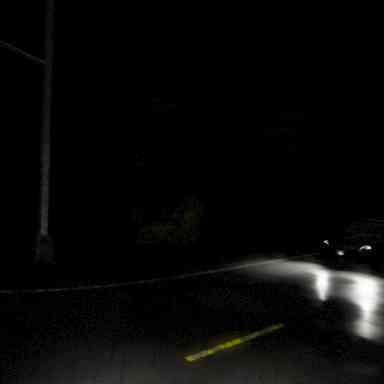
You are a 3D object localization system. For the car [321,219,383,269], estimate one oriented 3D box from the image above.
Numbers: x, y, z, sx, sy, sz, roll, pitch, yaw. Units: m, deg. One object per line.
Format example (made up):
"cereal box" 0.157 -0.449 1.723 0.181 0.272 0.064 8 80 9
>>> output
"car" 6.572 1.735 12.128 4.674 1.442 1.812 2 0 -39
